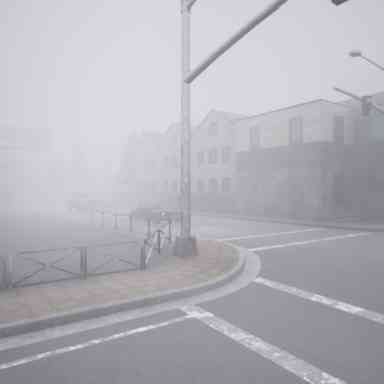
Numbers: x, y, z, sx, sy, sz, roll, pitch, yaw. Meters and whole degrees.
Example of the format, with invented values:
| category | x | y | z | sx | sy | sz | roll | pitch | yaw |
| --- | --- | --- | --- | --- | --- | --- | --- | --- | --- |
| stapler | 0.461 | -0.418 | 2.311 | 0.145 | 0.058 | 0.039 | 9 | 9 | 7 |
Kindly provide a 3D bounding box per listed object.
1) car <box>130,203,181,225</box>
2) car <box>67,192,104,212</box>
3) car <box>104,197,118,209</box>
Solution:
| category | x | y | z | sx | sy | sz | roll | pitch | yaw |
| --- | --- | --- | --- | --- | --- | --- | --- | --- | --- |
| car | -2.415 | 1.428 | 22.574 | 1.895 | 1.301 | 4.718 | 0 | 0 | -35 |
| car | -11.810 | 1.046 | 35.855 | 2.150 | 2.045 | 5.566 | 0 | 0 | -35 |
| car | -10.536 | 1.332 | 40.416 | 1.837 | 1.490 | 4.892 | 0 | 0 | -35 |
